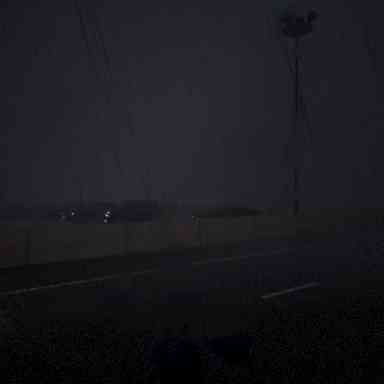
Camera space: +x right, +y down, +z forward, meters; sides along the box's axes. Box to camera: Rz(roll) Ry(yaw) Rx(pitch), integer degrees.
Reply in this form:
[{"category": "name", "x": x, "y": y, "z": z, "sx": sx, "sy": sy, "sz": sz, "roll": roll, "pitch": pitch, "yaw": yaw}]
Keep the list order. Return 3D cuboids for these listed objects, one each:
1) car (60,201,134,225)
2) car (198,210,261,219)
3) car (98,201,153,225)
[{"category": "car", "x": -7.023, "y": 1.517, "z": 24.782, "sx": 4.902, "sy": 1.511, "sz": 2.128, "roll": 0, "pitch": 0, "yaw": -35}, {"category": "car", "x": 2.511, "y": 1.599, "z": 22.979, "sx": 5.357, "sy": 1.411, "sz": 2.033, "roll": 0, "pitch": 0, "yaw": -35}, {"category": "car", "x": -4.144, "y": 1.380, "z": 22.535, "sx": 4.553, "sy": 1.767, "sz": 2.097, "roll": 0, "pitch": 0, "yaw": -35}]
